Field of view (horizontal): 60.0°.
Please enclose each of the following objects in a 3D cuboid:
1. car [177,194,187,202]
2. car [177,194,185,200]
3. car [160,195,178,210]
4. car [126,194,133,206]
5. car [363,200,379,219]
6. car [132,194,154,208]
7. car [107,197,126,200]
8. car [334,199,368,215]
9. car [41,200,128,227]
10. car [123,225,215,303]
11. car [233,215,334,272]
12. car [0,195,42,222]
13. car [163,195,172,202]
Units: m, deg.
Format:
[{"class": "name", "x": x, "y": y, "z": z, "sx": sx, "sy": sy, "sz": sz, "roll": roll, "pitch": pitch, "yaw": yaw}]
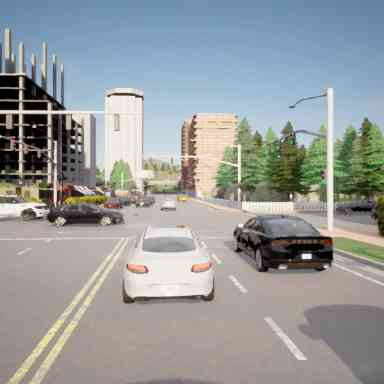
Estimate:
[{"class": "car", "x": -2.117, "y": 1.470, "z": 76.939, "sx": 1.882, "sy": 1.535, "sz": 5.008, "roll": 0, "pitch": 0, "yaw": -4}, {"class": "car", "x": -2.812, "y": 1.304, "z": 86.487, "sx": 1.882, "sy": 1.535, "sz": 5.008, "roll": 0, "pitch": 0, "yaw": -4}, {"class": "car", "x": -3.067, "y": 1.525, "z": 43.612, "sx": 1.812, "sy": 1.442, "sz": 4.674, "roll": 0, "pitch": 0, "yaw": -4}, {"class": "car", "x": -11.000, "y": 1.477, "z": 53.105, "sx": 1.882, "sy": 1.535, "sz": 5.008, "roll": 0, "pitch": 0, "yaw": -4}, {"class": "car", "x": 15.102, "y": 1.491, "z": 23.206, "sx": 4.902, "sy": 1.511, "sz": 2.128, "roll": 0, "pitch": 0, "yaw": -3}, {"class": "car", "x": -7.187, "y": 1.491, "z": 48.852, "sx": 2.128, "sy": 1.511, "sz": 4.902, "roll": 0, "pitch": 0, "yaw": -4}, {"class": "car", "x": -10.332, "y": 1.478, "z": 43.779, "sx": 1.882, "sy": 1.535, "sz": 5.008, "roll": 0, "pitch": 0, "yaw": -4}, {"class": "car", "x": 17.050, "y": 1.491, "z": 34.008, "sx": 4.902, "sy": 1.511, "sz": 2.128, "roll": 0, "pitch": 0, "yaw": -3}, {"class": "car", "x": -7.026, "y": 1.504, "z": 22.155, "sx": 4.892, "sy": 1.490, "sz": 1.837, "roll": 0, "pitch": 0, "yaw": -3}, {"class": "car", "x": -0.590, "y": 1.526, "z": 8.129, "sx": 1.812, "sy": 1.442, "sz": 4.674, "roll": 0, "pitch": 0, "yaw": -5}, {"class": "car", "x": 2.674, "y": 1.478, "z": 10.868, "sx": 1.882, "sy": 1.535, "sz": 5.008, "roll": 0, "pitch": 0, "yaw": -5}, {"class": "car", "x": -14.140, "y": 1.223, "z": 25.751, "sx": 5.566, "sy": 2.045, "sz": 2.150, "roll": 0, "pitch": 0, "yaw": -9}, {"class": "car", "x": -5.827, "y": 1.523, "z": 79.697, "sx": 2.128, "sy": 1.511, "sz": 4.902, "roll": 0, "pitch": 0, "yaw": -4}]
